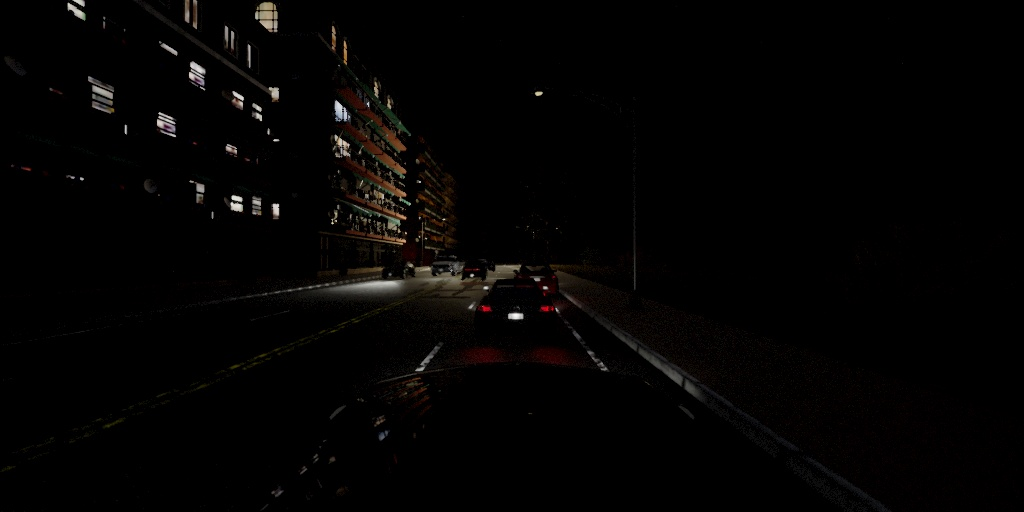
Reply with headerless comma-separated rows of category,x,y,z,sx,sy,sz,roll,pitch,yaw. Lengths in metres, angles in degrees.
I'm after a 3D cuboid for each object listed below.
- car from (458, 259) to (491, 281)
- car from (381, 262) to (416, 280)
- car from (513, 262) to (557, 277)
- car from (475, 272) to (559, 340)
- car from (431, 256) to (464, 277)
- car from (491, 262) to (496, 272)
car,-3.126,1.257,30.538,1.837,1.490,4.892,0,0,0
car,-9.827,1.244,31.391,2.128,1.511,4.902,0,0,0
car,1.150,1.103,18.596,2.097,1.767,4.553,0,0,0
car,0.101,1.315,10.017,1.994,1.385,4.181,0,0,0
car,-6.573,0.973,36.002,2.150,2.045,5.566,0,0,0
car,-3.113,1.352,46.088,1.895,1.301,4.718,0,0,0
